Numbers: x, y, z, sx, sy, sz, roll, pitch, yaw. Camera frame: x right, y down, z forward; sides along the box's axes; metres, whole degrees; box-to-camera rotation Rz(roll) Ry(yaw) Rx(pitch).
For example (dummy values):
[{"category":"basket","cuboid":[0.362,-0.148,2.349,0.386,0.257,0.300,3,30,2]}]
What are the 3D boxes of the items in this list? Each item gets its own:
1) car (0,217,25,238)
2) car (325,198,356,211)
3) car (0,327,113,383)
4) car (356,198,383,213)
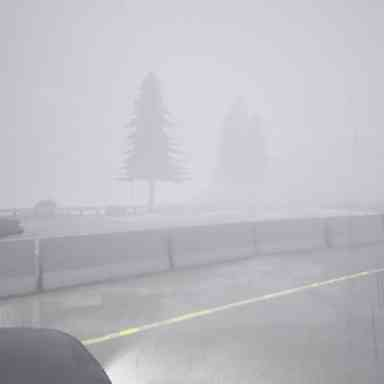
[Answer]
[{"category":"car","cuboid":[-10.049,1.496,13.956,5.357,1.411,2.033,0,0,-35]},{"category":"car","cuboid":[16.898,1.368,37.081,4.181,1.385,1.994,0,0,-23]},{"category":"car","cuboid":[-2.493,1.558,1.878,4.181,1.385,1.994,0,0,-36]},{"category":"car","cuboid":[19.772,1.338,34.514,4.674,1.442,1.812,0,0,-23]}]
